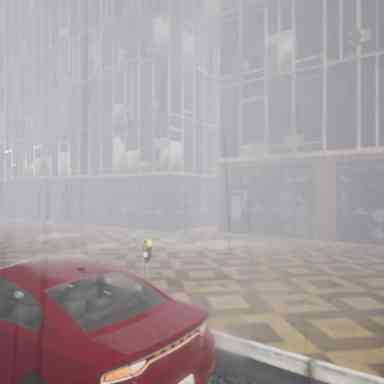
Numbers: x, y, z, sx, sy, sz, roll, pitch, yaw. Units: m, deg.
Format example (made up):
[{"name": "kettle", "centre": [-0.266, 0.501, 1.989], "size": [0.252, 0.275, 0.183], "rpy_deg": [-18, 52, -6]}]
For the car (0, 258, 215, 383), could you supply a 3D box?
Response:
[{"name": "car", "centre": [-1.868, 1.541, 4.220], "size": [4.507, 1.381, 1.887], "rpy_deg": [0, 0, 36]}]
